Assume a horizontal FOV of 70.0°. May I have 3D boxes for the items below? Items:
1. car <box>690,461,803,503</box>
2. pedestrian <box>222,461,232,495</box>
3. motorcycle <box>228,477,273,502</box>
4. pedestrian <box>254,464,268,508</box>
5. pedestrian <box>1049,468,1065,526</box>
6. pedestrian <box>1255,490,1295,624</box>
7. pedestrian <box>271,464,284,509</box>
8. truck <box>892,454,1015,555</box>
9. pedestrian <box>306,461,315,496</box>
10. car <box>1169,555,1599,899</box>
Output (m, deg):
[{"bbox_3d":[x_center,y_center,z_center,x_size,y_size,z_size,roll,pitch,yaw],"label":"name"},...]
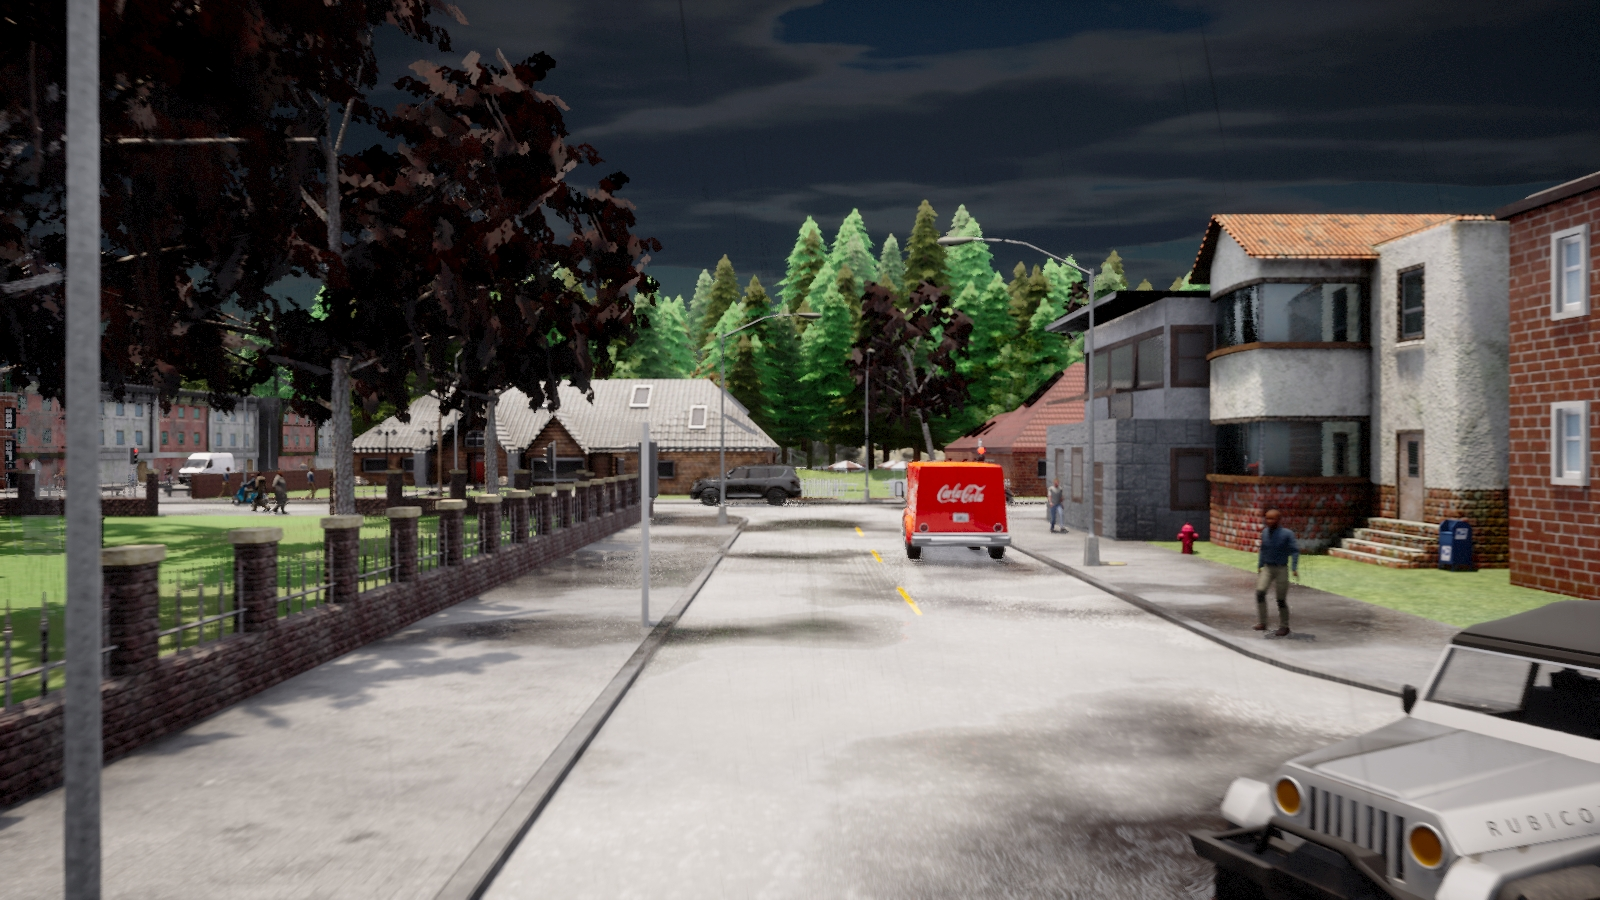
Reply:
[{"bbox_3d":[-2.619,1.559,57.028,5.566,2.045,2.150,0,0,0],"label":"car"},{"bbox_3d":[-31.270,1.517,62.352,0.375,1.860,0.375,0,0,-1],"label":"pedestrian"},{"bbox_3d":[-27.420,1.962,57.047,1.805,1.236,0.856,0,0,0],"label":"motorcycle"},{"bbox_3d":[-23.083,1.523,48.944,0.375,1.860,0.375,0,0,8],"label":"pedestrian"},{"bbox_3d":[8.294,1.518,36.877,0.375,1.860,0.375,0,0,-10],"label":"pedestrian"},{"bbox_3d":[6.778,1.516,16.301,0.375,1.860,0.375,0,0,-35],"label":"pedestrian"},{"bbox_3d":[-21.806,1.525,47.683,0.375,1.860,0.375,0,0,0],"label":"pedestrian"},{"bbox_3d":[3.993,1.347,30.723,2.627,2.467,5.204,0,0,0],"label":"truck"},{"bbox_3d":[-26.022,1.523,60.699,0.375,1.860,0.375,0,0,-11],"label":"pedestrian"},{"bbox_3d":[4.211,1.639,6.210,3.866,1.878,1.905,0,0,-22],"label":"car"}]
